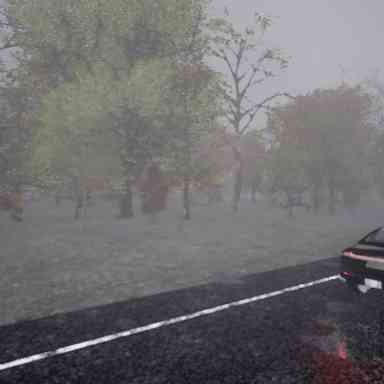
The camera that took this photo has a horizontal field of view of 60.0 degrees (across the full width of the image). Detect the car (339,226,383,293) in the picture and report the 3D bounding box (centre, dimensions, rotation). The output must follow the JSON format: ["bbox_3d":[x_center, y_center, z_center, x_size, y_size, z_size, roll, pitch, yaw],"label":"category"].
[{"bbox_3d":[5.311,1.467,7.539,4.902,1.511,2.128,0,0,-35],"label":"car"}]
